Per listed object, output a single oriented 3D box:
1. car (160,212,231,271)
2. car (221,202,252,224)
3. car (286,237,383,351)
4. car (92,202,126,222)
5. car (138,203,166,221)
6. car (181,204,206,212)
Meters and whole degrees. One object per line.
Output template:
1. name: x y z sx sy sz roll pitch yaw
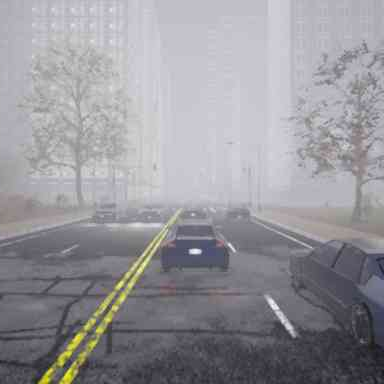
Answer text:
1. car: 0.096 1.589 11.010 1.994 1.385 4.181 0 0 0
2. car: 3.349 1.542 25.641 2.128 1.511 4.902 0 0 0
3. car: 3.334 1.562 6.153 2.033 1.411 5.357 0 0 0
4. car: -6.586 1.558 26.750 1.837 1.490 4.892 0 0 0
5. car: -3.334 1.656 28.352 1.895 1.301 4.718 0 0 0
6. car: 0.100 1.616 26.046 1.994 1.385 4.181 0 0 0
